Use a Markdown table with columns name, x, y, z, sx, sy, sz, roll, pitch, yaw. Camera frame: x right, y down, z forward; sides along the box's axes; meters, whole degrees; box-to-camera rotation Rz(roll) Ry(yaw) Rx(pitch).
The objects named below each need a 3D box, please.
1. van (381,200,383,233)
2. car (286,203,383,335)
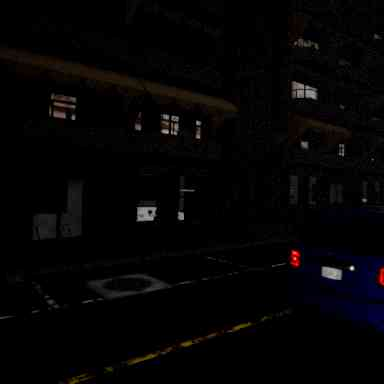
| name | x | y | z | sx | sy | sz | roll | pitch | yaw |
| --- | --- | --- | --- | --- | --- | --- | --- | --- | --- |
| van | 12.476 | 1.358 | 18.678 | 3.998 | 1.788 | 1.690 | 0 | 1 | -35 |
| car | 4.146 | 1.227 | 6.237 | 5.566 | 2.045 | 2.150 | 0 | 0 | -36 |
